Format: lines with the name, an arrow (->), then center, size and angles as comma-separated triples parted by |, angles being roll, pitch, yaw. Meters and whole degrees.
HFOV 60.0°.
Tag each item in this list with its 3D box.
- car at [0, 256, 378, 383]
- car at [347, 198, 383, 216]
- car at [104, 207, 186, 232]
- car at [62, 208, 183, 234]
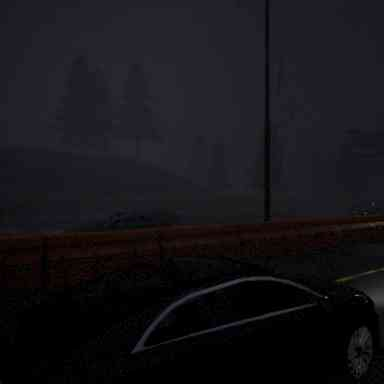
car -> 0.320, 1.541, 3.913 | 4.902, 1.511, 2.128 | 0, -1, -36
car -> 18.338, 1.662, 34.368 | 5.566, 2.045, 2.150 | 1, -1, -35
car -> -3.208, 1.818, 23.276 | 5.357, 1.411, 2.033 | 1, -1, -36
car -> -3.153, 1.660, 14.667 | 4.902, 1.511, 2.128 | 1, -1, -36
